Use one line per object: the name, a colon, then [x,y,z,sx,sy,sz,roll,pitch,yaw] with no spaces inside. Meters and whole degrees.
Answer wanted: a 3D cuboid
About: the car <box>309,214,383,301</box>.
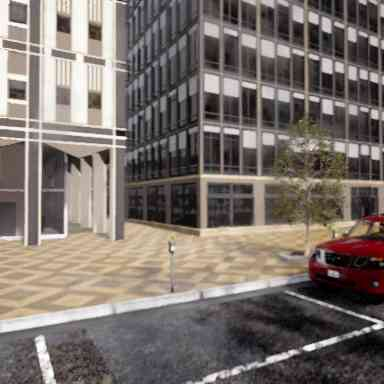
car: [5.316,1.511,8.566,5.009,1.841,2.192,1,-2,-29]
